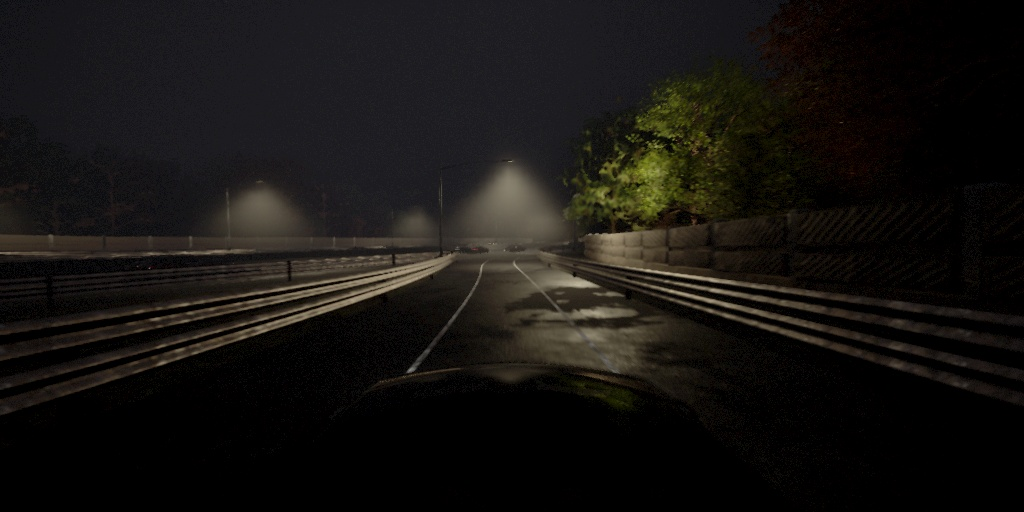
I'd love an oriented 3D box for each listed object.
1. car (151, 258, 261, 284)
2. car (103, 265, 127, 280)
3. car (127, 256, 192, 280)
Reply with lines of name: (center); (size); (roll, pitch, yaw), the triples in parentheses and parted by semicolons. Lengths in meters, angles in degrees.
car: (-19.812, 1.006, 23.914); (2.033, 1.411, 5.357); (1, 3, 22)
car: (-26.367, 0.990, 26.384); (1.895, 1.301, 4.718); (1, 3, 22)
car: (-23.105, 0.778, 25.100); (2.097, 1.767, 4.553); (1, 3, 22)
